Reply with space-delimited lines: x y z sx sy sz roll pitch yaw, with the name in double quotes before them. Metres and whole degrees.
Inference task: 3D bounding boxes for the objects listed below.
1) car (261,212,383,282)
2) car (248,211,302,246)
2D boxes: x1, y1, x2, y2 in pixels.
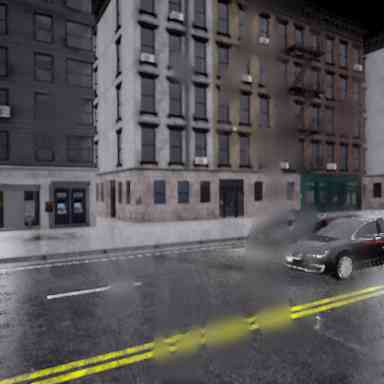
"car" 4.568 1.443 9.653 4.892 1.490 1.837 0 0 -30
"car" 4.294 1.488 13.248 4.181 1.385 1.994 0 0 -30
